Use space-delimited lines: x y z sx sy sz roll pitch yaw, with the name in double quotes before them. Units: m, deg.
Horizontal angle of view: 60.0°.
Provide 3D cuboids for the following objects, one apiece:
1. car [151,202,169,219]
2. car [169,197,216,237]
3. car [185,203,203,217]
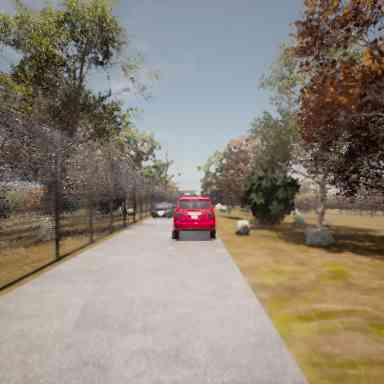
"car" -2.773 1.763 32.153 2.128 1.511 4.902 0 -1 0
"car" 0.131 1.309 18.564 2.150 2.045 5.566 0 0 0
"car" 0.201 1.956 36.900 1.895 1.301 4.718 0 -1 0
